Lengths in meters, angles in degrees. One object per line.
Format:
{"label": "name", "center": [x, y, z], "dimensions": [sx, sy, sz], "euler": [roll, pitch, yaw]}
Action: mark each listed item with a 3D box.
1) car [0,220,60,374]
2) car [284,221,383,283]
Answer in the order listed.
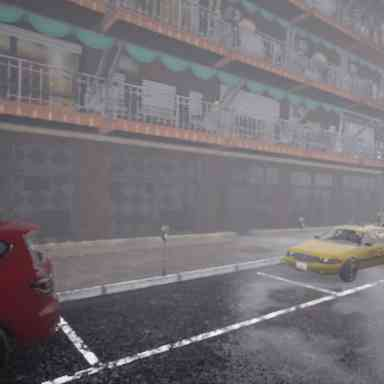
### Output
{"label": "car", "center": [-4.088, 1.305, 3.621], "dimensions": [5.009, 1.841, 2.192], "euler": [1, 1, -35]}
{"label": "car", "center": [4.791, 1.596, 9.959], "dimensions": [4.829, 1.417, 1.752], "euler": [1, 1, -35]}
